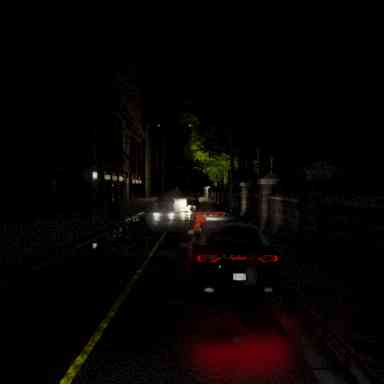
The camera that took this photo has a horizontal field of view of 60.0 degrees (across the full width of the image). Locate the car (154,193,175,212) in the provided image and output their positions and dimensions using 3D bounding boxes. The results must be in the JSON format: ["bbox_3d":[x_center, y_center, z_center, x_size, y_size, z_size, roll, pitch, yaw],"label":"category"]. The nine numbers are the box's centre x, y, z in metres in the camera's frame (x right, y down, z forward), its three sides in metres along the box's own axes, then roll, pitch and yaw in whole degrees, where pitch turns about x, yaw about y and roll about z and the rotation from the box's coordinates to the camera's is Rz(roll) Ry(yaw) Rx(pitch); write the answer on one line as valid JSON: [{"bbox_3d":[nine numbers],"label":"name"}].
[{"bbox_3d":[-3.020,1.274,36.921,2.097,1.767,4.553,0,0,0],"label":"car"}]

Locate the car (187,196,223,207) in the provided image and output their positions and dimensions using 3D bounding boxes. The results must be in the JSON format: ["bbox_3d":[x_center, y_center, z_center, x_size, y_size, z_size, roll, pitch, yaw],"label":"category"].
[{"bbox_3d":[0.939,1.328,18.821,2.097,1.767,4.553,0,0,0],"label":"car"}]

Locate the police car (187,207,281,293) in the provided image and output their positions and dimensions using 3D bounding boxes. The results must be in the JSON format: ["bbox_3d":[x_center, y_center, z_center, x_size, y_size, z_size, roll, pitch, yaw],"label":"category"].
[{"bbox_3d":[0.918,1.420,8.962,1.930,1.638,5.238,0,0,0],"label":"police car"}]

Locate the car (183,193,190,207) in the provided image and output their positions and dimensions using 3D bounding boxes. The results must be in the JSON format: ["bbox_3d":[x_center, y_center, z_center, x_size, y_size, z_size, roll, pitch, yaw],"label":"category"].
[{"bbox_3d":[0.126,1.352,47.818,2.128,1.511,4.902,0,0,1],"label":"car"}]

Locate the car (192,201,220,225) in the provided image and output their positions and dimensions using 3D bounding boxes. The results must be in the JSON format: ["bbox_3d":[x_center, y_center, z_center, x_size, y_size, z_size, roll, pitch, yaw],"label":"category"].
[{"bbox_3d":[0.952,1.467,24.852,1.837,1.490,4.892,0,0,0],"label":"car"}]
